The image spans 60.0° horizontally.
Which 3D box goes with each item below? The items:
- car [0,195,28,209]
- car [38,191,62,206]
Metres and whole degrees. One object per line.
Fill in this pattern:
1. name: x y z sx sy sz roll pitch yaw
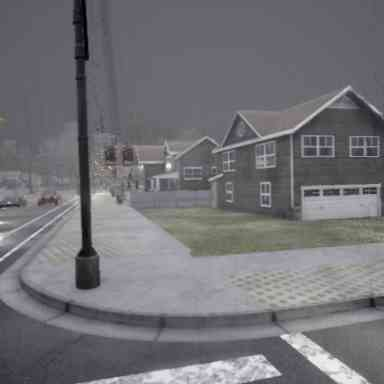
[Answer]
1. car: -18.961 0.996 35.469 1.994 1.385 4.181 -2 2 -15
2. car: -16.529 0.628 38.855 2.097 1.767 4.553 -2 2 -15
